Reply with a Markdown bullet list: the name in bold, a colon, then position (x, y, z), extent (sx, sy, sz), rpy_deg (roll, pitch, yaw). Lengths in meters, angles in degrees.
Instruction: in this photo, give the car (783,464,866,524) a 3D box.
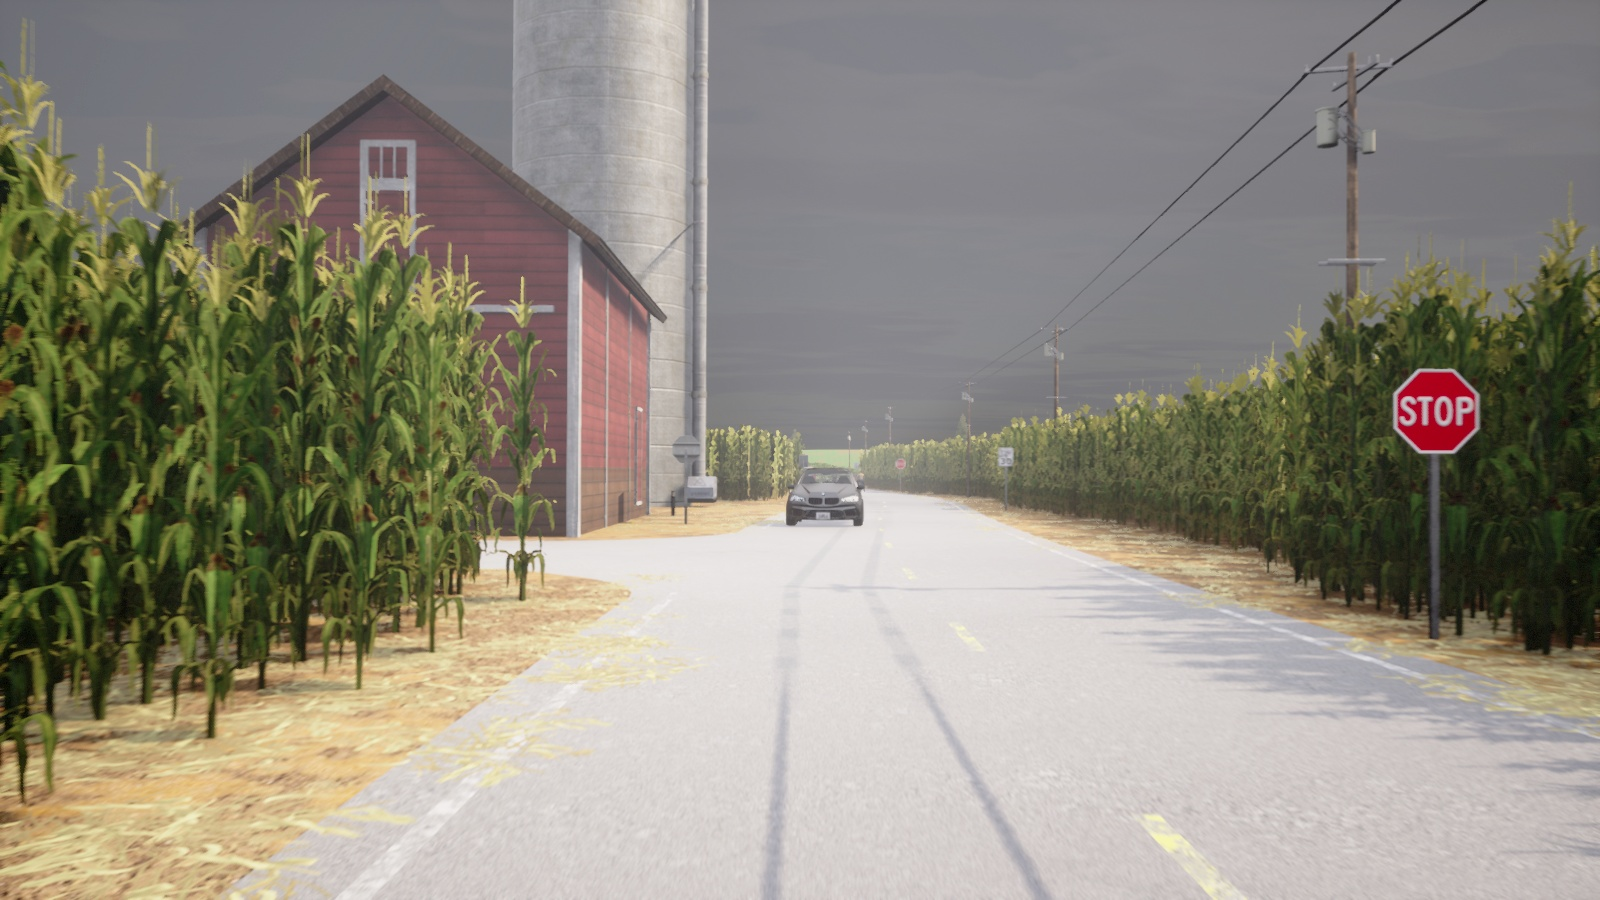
- **car**: position (0.798, 1.280, 37.264), extent (2.242, 1.667, 4.611), rpy_deg (0, -1, 4)
